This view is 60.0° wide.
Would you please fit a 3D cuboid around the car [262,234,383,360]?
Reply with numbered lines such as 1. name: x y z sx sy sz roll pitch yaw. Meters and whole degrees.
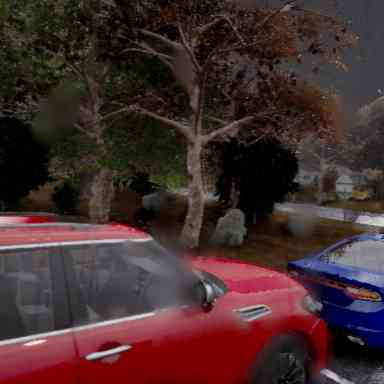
1. car: 3.945 1.501 5.985 5.008 1.535 2.097 0 0 -29
